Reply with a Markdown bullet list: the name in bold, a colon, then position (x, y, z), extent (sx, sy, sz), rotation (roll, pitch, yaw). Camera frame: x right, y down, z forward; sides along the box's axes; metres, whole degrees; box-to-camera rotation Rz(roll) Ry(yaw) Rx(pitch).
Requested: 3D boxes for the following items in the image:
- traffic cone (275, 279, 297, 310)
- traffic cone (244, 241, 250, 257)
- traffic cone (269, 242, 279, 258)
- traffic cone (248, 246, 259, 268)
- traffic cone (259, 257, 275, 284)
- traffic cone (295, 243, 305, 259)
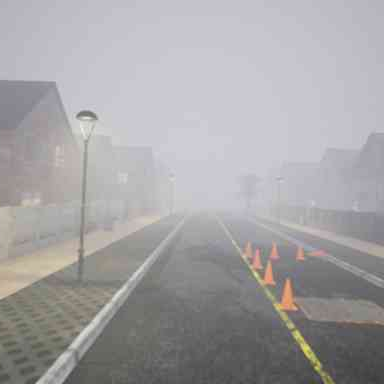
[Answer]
- **traffic cone**: position (2.018, 2.127, 7.023), extent (0.340, 0.580, 0.340), rotation (2, -1, 2)
- **traffic cone**: position (2.219, 2.214, 13.019), extent (0.340, 0.580, 0.340), rotation (2, -1, 2)
- **traffic cone**: position (3.218, 2.256, 12.985), extent (0.340, 0.580, 0.340), rotation (2, -1, 2)
- **traffic cone**: position (2.153, 2.184, 11.020), extent (0.340, 0.580, 0.340), rotation (2, -1, 2)
- **traffic cone**: position (2.086, 2.156, 9.021), extent (0.340, 0.580, 0.340), rotation (2, -1, 2)
- **traffic cone**: position (4.217, 2.297, 12.951), extent (0.340, 0.580, 0.340), rotation (2, -1, 2)
